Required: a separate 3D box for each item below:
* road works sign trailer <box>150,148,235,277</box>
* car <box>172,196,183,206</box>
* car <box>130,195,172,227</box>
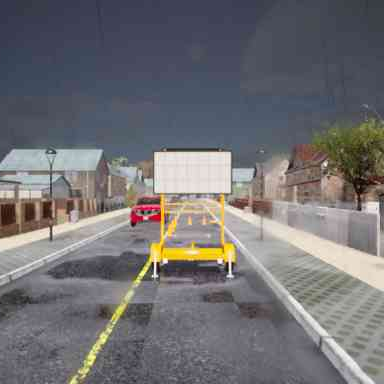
[{"bbox_3d":[0.023,0.471,10.208,2.380,3.560,2.880,0,0,0],"label":"road works sign trailer"},{"bbox_3d":[-2.695,1.492,58.041,2.097,1.767,4.553,0,0,0],"label":"car"},{"bbox_3d":[-2.827,1.248,23.103,2.150,2.045,5.566,0,0,0],"label":"car"}]
